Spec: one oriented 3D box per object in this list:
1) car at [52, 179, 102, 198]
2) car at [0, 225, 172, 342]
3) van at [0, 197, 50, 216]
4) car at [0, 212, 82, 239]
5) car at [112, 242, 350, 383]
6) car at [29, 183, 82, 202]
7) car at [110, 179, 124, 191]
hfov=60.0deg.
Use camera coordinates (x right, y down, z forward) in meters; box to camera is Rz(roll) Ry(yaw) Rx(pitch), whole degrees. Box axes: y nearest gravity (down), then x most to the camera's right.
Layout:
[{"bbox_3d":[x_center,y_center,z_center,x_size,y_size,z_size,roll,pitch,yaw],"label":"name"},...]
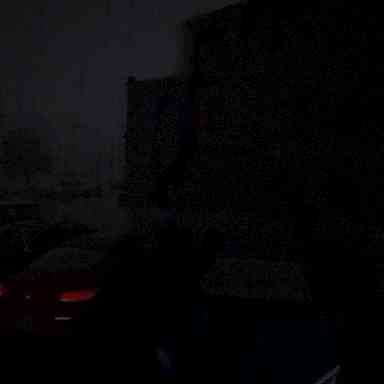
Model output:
[{"bbox_3d":[-12.803,-0.402,36.711,5.566,2.045,2.435,1,6,8],"label":"car"},{"bbox_3d":[-1.562,1.513,6.490,2.002,1.452,4.674,0,-1,15],"label":"car"},{"bbox_3d":[-6.563,1.236,9.798,1.878,1.987,4.442,1,-1,14],"label":"van"},{"bbox_3d":[-4.039,1.469,8.214,2.231,1.521,4.892,1,-1,14],"label":"car"},{"bbox_3d":[0.921,1.519,4.763,2.002,1.452,4.674,1,-1,15],"label":"car"},{"bbox_3d":[-14.251,0.174,34.091,4.674,1.452,2.002,1,6,8],"label":"car"},{"bbox_3d":[-8.551,-1.009,44.683,4.892,1.521,2.231,1,6,8],"label":"car"}]
